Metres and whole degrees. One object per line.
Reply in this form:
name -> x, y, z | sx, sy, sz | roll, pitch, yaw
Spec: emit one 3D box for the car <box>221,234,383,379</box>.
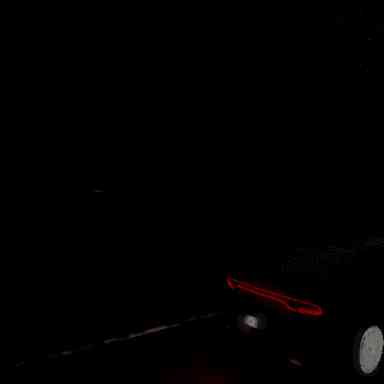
car -> 2.783, 1.450, 5.527 | 5.008, 1.535, 1.882 | 0, 0, -34
